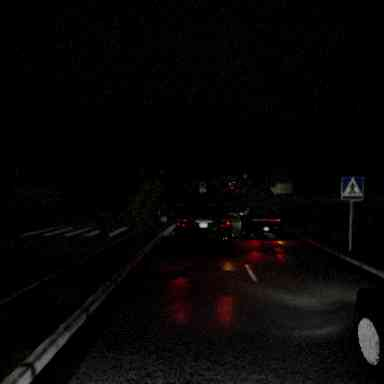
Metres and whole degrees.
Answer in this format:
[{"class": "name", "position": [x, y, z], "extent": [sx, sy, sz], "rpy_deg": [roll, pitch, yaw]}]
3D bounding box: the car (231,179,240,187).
[{"class": "car", "position": [10.892, -2.316, 84.130], "extent": [2.128, 1.511, 4.902], "rpy_deg": [0, 5, 6]}]

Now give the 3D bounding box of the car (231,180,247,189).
[{"class": "car", "position": [10.436, -1.423, 73.927], "extent": [1.812, 1.442, 4.674], "rpy_deg": [0, 5, 0]}]

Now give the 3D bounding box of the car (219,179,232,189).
[{"class": "car", "position": [7.449, -1.641, 76.263], "extent": [1.837, 1.490, 4.892], "rpy_deg": [0, 5, 3]}]

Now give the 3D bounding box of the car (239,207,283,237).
[{"class": "car", "position": [3.752, 1.591, 18.587], "extent": [2.128, 1.511, 4.902], "rpy_deg": [0, 0, 3]}]

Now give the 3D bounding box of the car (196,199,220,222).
[{"class": "car", "position": [1.474, 1.519, 28.710], "extent": [1.837, 1.490, 4.892], "rpy_deg": [0, 2, 6]}]

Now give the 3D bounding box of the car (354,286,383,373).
[{"class": "car", "position": [3.166, 1.491, 2.634], "extent": [1.882, 1.535, 5.008], "rpy_deg": [0, 0, 1]}]

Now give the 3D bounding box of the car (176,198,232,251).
[{"class": "car", "position": [0.537, 1.287, 14.547], "extent": [2.150, 2.045, 5.566], "rpy_deg": [0, 0, 3]}]
